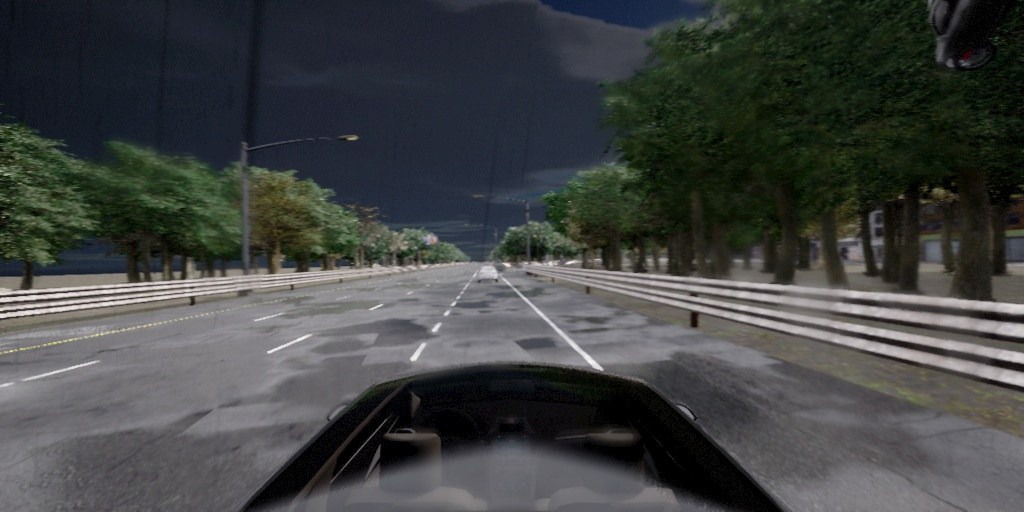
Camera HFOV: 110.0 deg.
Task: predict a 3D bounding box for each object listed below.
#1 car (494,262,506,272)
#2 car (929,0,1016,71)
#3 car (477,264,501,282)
[{"bbox_3d":[-2.360,1.962,65.082,2.097,1.767,4.553,-1,-1,9],"label":"car"},{"bbox_3d":[10.573,-6.180,8.110,1.442,1.812,4.674,13,-3,38],"label":"car"},{"bbox_3d":[-2.366,1.760,35.143,1.812,1.442,4.674,-1,-1,-4],"label":"car"}]
